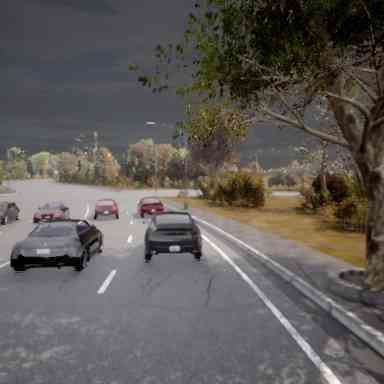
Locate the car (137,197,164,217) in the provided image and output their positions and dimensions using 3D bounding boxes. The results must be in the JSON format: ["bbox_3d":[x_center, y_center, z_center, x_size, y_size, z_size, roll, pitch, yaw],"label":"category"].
[{"bbox_3d":[-3.539,1.158,27.947,1.882,1.535,5.008,-1,2,-14],"label":"car"}]

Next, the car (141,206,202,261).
[{"bbox_3d":[-0.767,1.458,12.225,1.837,1.490,4.892,0,-1,-6],"label":"car"}]

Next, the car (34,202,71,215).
[{"bbox_3d":[-9.933,1.433,23.835,1.994,1.385,4.181,-1,2,-13],"label":"car"}]

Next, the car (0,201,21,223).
[{"bbox_3d":[-13.332,1.429,23.051,1.837,1.490,4.892,-1,1,-13],"label":"car"}]

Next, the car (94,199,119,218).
[{"bbox_3d":[-6.880,1.272,26.883,1.812,1.442,4.674,-1,2,-13],"label":"car"}]

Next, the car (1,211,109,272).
[{"bbox_3d":[-4.156,1.554,10.875,1.994,1.385,4.181,0,0,-5],"label":"car"}]
